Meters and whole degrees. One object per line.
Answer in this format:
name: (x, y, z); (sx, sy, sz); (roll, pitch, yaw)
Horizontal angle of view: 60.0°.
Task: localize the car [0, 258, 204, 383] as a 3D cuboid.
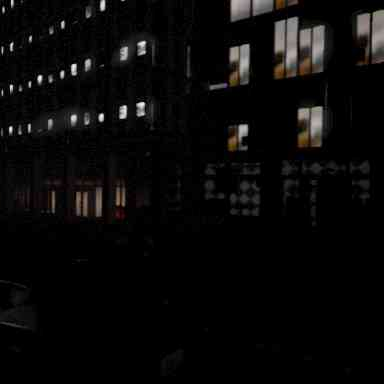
car: (-1.868, 1.548, 4.193); (4.313, 1.339, 1.947); (0, 1, 35)
